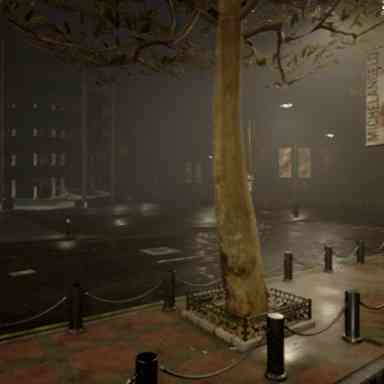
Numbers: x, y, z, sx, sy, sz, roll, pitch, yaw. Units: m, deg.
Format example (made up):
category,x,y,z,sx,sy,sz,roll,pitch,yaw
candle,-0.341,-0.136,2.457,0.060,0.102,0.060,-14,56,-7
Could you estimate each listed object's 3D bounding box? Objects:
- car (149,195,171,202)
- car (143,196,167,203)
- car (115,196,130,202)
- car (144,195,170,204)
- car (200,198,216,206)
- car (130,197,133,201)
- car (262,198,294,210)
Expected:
category,x,y,z,sx,sy,sz,roll,pitch,yaw
car,-7.480,1.500,77.893,4.553,1.767,2.097,0,0,26
car,-8.300,1.660,74.380,4.902,1.511,2.128,0,0,30
car,-17.835,1.588,78.234,4.674,1.442,1.812,0,0,12
car,-7.621,1.667,69.859,5.357,1.411,2.033,0,0,33
car,3.195,1.701,58.726,1.994,1.385,4.181,0,0,-37
car,-16.875,1.589,81.600,4.674,1.442,1.812,0,0,12
car,12.043,1.615,46.408,1.882,1.535,5.008,0,0,-35
